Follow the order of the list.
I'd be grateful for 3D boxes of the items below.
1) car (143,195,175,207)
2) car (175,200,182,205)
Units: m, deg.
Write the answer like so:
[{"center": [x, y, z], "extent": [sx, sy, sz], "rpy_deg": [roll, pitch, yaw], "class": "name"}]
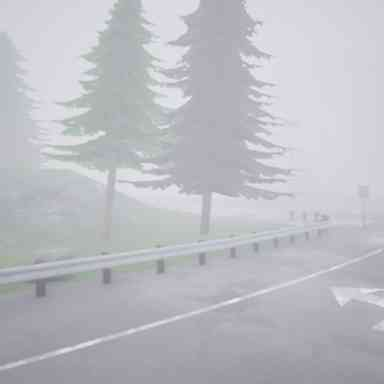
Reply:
[{"center": [-5.353, 1.244, 50.287], "extent": [4.553, 1.767, 2.097], "rpy_deg": [0, 0, 39], "class": "car"}, {"center": [-3.876, 1.476, 53.602], "extent": [4.718, 1.301, 1.895], "rpy_deg": [0, 0, 39], "class": "car"}]
